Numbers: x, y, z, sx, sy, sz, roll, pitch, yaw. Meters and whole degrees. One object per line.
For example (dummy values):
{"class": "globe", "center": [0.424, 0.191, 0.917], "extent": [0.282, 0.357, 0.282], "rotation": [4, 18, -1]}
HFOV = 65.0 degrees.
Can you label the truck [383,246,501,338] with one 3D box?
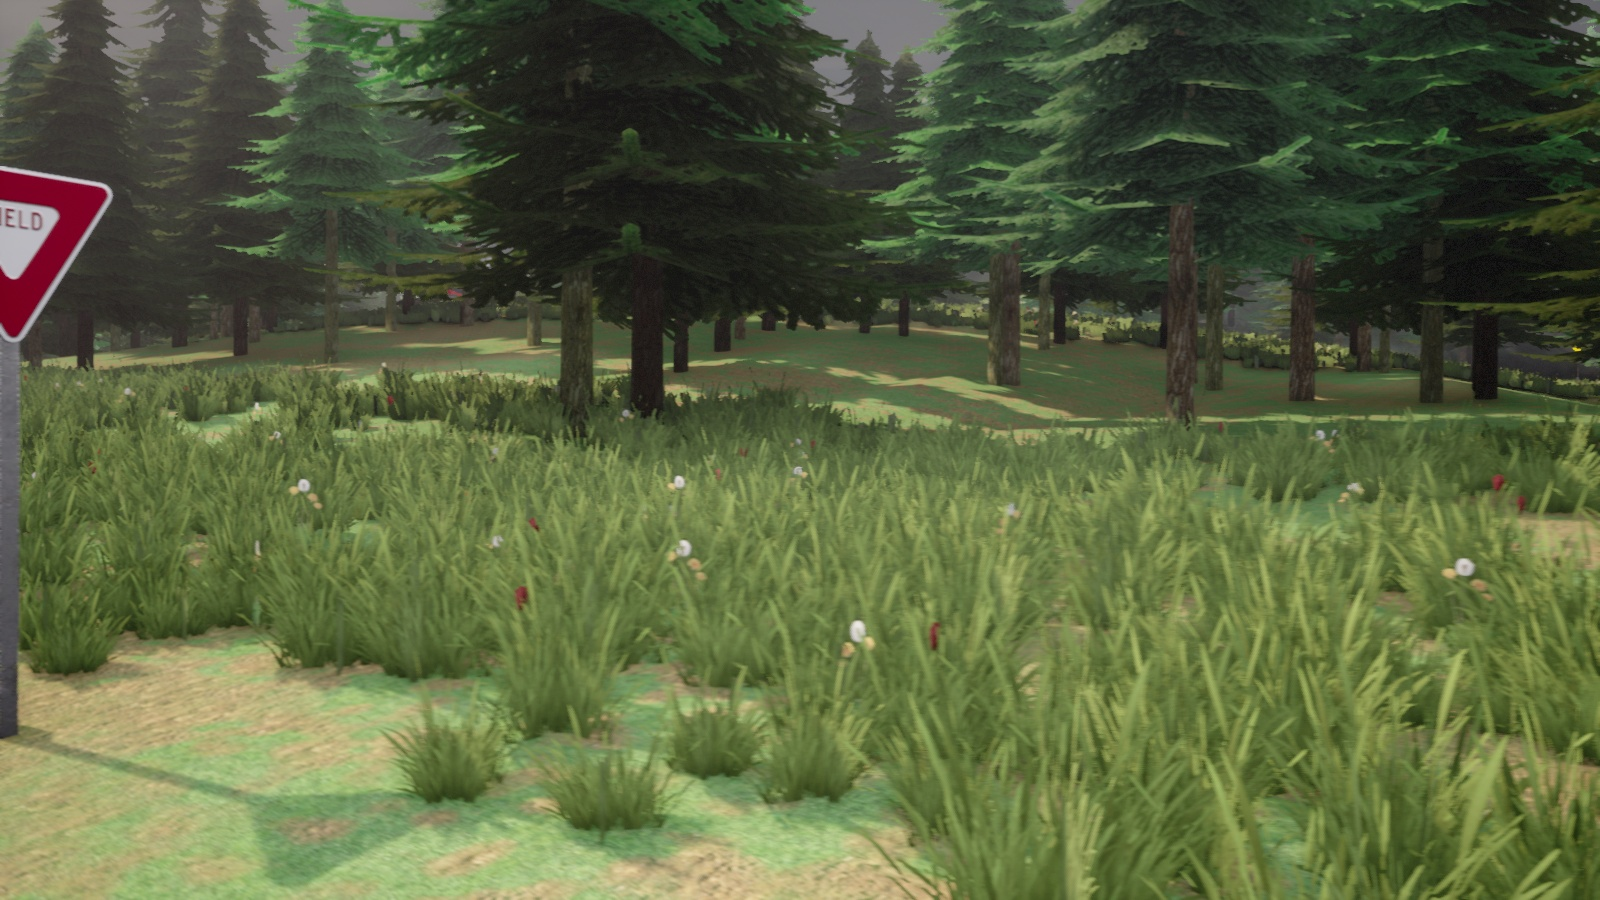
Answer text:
{"class": "truck", "center": [-18.346, -7.902, 63.989], "extent": [2.891, 3.462, 7.936], "rotation": [-1, -2, -38]}
